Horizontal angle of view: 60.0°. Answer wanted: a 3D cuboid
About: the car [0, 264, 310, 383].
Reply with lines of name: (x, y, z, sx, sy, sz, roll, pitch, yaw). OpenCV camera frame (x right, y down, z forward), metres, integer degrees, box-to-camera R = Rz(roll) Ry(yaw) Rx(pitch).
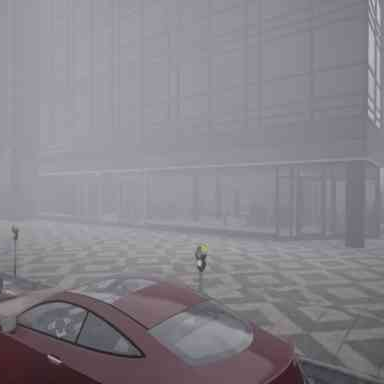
car: (-0.922, 1.582, 3.625, 4.206, 1.307, 1.802, 0, 0, 36)
